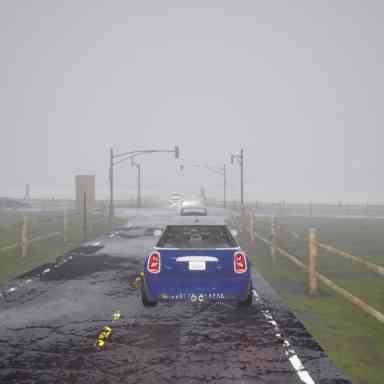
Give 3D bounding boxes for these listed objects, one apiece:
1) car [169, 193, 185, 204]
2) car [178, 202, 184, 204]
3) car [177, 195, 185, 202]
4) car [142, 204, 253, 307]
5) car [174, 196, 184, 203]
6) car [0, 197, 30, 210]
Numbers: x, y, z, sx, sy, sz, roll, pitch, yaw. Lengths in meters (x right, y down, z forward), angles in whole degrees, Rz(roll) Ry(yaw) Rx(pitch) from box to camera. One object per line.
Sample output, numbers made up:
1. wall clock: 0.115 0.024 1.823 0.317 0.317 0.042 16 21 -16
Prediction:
1. car: -2.833 1.237 59.949 2.150 2.045 5.566 0 0 0
2. car: 0.092 1.507 17.304 1.837 1.490 4.892 0 0 0
3. car: -2.692 1.549 80.312 1.812 1.442 4.674 0 0 0
4. car: 0.096 1.353 8.138 2.097 1.767 4.553 0 0 0
5. car: -2.727 1.615 69.970 1.895 1.301 4.718 0 0 0
6. car: -20.079 1.216 36.424 4.181 1.385 1.994 1 0 0
